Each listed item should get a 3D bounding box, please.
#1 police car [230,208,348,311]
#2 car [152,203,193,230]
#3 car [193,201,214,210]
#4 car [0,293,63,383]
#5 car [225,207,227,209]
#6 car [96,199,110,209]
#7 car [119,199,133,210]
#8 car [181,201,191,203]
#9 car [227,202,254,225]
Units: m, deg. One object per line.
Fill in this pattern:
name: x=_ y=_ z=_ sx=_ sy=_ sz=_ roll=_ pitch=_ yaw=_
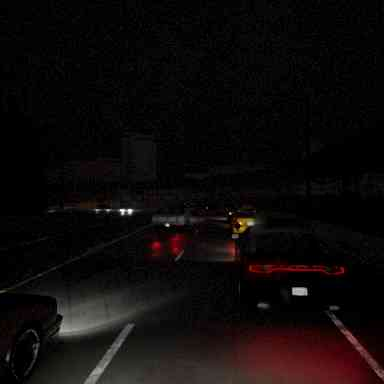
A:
police car: x=2.017 y=1.428 z=8.027 sx=1.930 sy=1.638 sz=5.238 roll=0 pitch=0 yaw=6
car: x=-1.226 y=1.607 z=21.314 sx=1.895 sy=1.301 sz=4.718 roll=0 pitch=0 yaw=4
car: x=1.642 y=1.856 z=45.819 sx=1.895 sy=1.301 sz=4.718 roll=0 pitch=-1 yaw=-8
car: x=-3.003 y=1.547 z=2.370 sx=2.033 sy=1.411 sz=5.357 roll=0 pitch=0 yaw=6
car: x=3.504 y=1.518 z=24.075 sx=1.837 sy=1.490 sz=4.892 roll=0 pitch=0 yaw=4
car: x=-13.590 y=1.869 z=50.754 sx=1.882 sy=1.535 sz=5.008 roll=1 pitch=-2 yaw=-12
car: x=-9.926 y=1.860 z=50.145 sx=2.128 sy=1.511 sz=4.902 roll=0 pitch=-2 yaw=-11
car: x=-1.205 y=2.339 z=60.053 sx=1.895 sy=1.301 sz=4.718 roll=0 pitch=-2 yaw=-15
car: x=2.990 y=1.461 z=18.064 sx=1.801 sy=1.575 sz=5.366 roll=0 pitch=0 yaw=6
